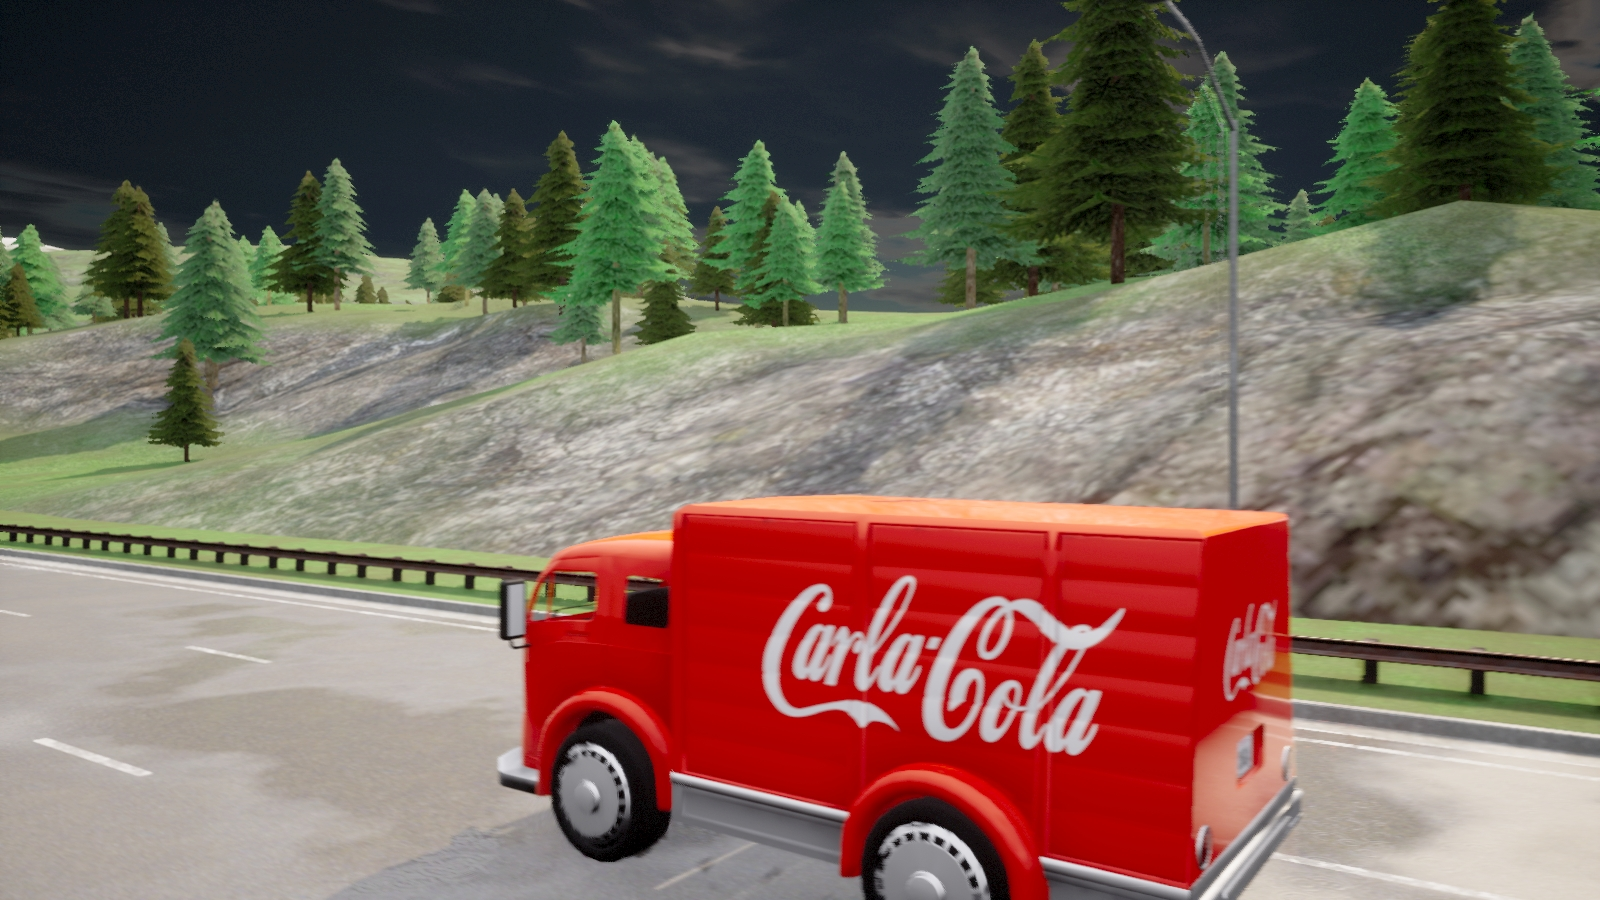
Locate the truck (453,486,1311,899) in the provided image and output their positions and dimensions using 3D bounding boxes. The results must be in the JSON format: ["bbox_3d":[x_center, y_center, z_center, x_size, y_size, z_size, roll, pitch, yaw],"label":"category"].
[{"bbox_3d":[0.404,1.571,7.774,5.204,2.467,2.627,0,0,35],"label":"truck"}]
